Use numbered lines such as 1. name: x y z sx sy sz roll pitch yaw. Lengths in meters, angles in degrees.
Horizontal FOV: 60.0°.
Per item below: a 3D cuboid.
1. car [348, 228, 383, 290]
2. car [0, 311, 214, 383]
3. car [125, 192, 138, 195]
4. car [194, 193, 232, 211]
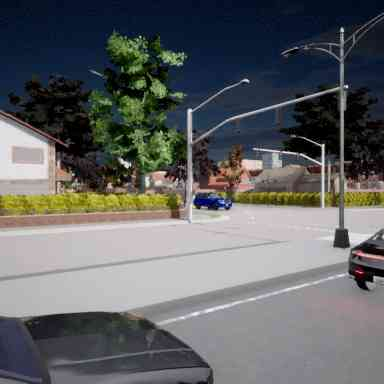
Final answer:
1. car: 5.592 1.474 7.733 4.902 1.511 2.128 0 0 -35
2. car: -2.342 1.543 2.073 5.357 1.411 2.033 0 0 -36
3. car: -10.358 1.075 58.161 2.150 2.045 5.566 0 0 -36
4. car: 2.434 1.120 40.407 2.150 2.045 5.566 0 0 -36
